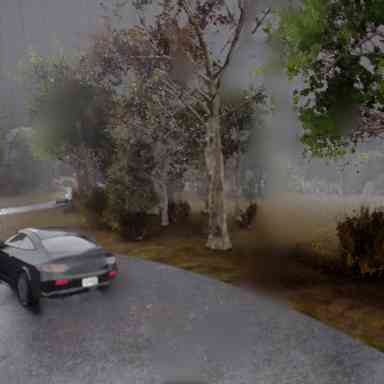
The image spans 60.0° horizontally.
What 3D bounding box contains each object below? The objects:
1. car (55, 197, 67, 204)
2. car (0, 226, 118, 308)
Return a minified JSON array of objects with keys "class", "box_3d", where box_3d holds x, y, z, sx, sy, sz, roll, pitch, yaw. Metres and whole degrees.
[{"class":"car","box_3d":[-24.633,1.608,63.473,1.895,1.301,4.718,-1,1,-9]},{"class":"car","box_3d":[-3.508,1.548,8.052,1.812,1.442,4.674,0,0,-43]}]
